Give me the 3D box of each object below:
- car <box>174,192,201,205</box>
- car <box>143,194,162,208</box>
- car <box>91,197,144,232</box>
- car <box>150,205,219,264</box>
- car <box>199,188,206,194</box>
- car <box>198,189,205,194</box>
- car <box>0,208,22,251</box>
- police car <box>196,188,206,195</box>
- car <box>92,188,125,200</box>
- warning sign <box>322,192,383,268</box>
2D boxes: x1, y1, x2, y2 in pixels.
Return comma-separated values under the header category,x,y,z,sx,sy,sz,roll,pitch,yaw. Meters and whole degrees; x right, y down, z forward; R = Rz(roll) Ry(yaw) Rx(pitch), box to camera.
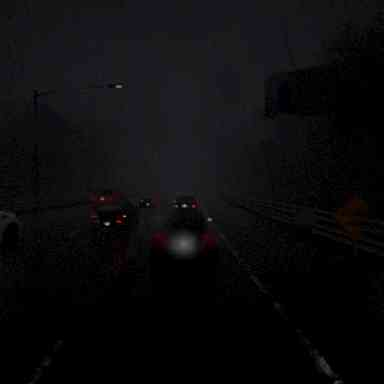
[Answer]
category,x,y,z,sx,sy,sz,roll,pitch,yaw
car,-0.513,1.021,26.724,2.033,1.411,5.357,0,1,0
car,-4.005,0.895,32.497,1.812,1.442,4.674,0,1,0
car,-3.868,1.190,17.257,1.812,1.442,4.674,0,1,-1
car,-0.244,1.344,11.007,1.994,1.385,4.181,0,1,-1
car,3.009,-0.283,95.465,1.837,1.490,4.892,0,1,5
car,2.550,-0.159,89.560,1.812,1.442,4.674,0,1,4
car,-7.233,1.043,9.686,2.150,2.045,5.566,0,1,0
police car,1.891,-0.087,79.817,1.930,1.638,5.238,0,1,4
car,-7.513,0.634,30.529,2.150,2.045,5.566,0,1,0
warning sign,4.297,0.931,8.745,1.300,1.860,1.060,0,1,-2
